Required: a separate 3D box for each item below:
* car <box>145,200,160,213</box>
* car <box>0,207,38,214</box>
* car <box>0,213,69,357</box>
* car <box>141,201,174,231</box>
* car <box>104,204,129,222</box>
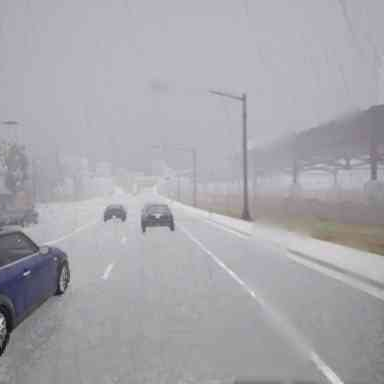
[{"bbox_3d":[-5.322,1.939,44.496,1.882,1.535,5.008,-1,0,-8],"label":"car"},{"bbox_3d":[-13.652,1.982,26.406,1.837,1.490,4.892,-1,0,-8],"label":"car"},{"bbox_3d":[-3.840,1.466,6.099,2.097,1.767,4.553,-1,0,-5],"label":"car"},{"bbox_3d":[-2.409,1.585,22.904,2.097,1.767,4.553,-1,-1,-8],"label":"car"},{"bbox_3d":[-6.999,1.894,30.816,1.837,1.490,4.892,-1,-1,-8],"label":"car"}]
